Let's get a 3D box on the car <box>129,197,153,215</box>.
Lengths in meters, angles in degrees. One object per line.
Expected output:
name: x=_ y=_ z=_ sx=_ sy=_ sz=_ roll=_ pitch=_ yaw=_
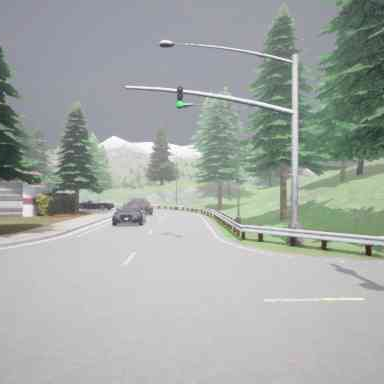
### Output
car: x=-5.336 y=1.341 z=33.321 sx=2.097 sy=1.767 sz=4.553 roll=0 pitch=0 yaw=-20

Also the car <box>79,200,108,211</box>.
car: x=-12.023 y=1.592 z=40.962 sx=4.718 sy=1.301 sz=1.895 roll=0 pitch=0 yaw=13

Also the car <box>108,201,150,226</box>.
car: x=-4.359 y=1.555 z=23.544 sx=1.994 sy=1.385 sz=4.181 roll=0 pitch=0 yaw=-3
